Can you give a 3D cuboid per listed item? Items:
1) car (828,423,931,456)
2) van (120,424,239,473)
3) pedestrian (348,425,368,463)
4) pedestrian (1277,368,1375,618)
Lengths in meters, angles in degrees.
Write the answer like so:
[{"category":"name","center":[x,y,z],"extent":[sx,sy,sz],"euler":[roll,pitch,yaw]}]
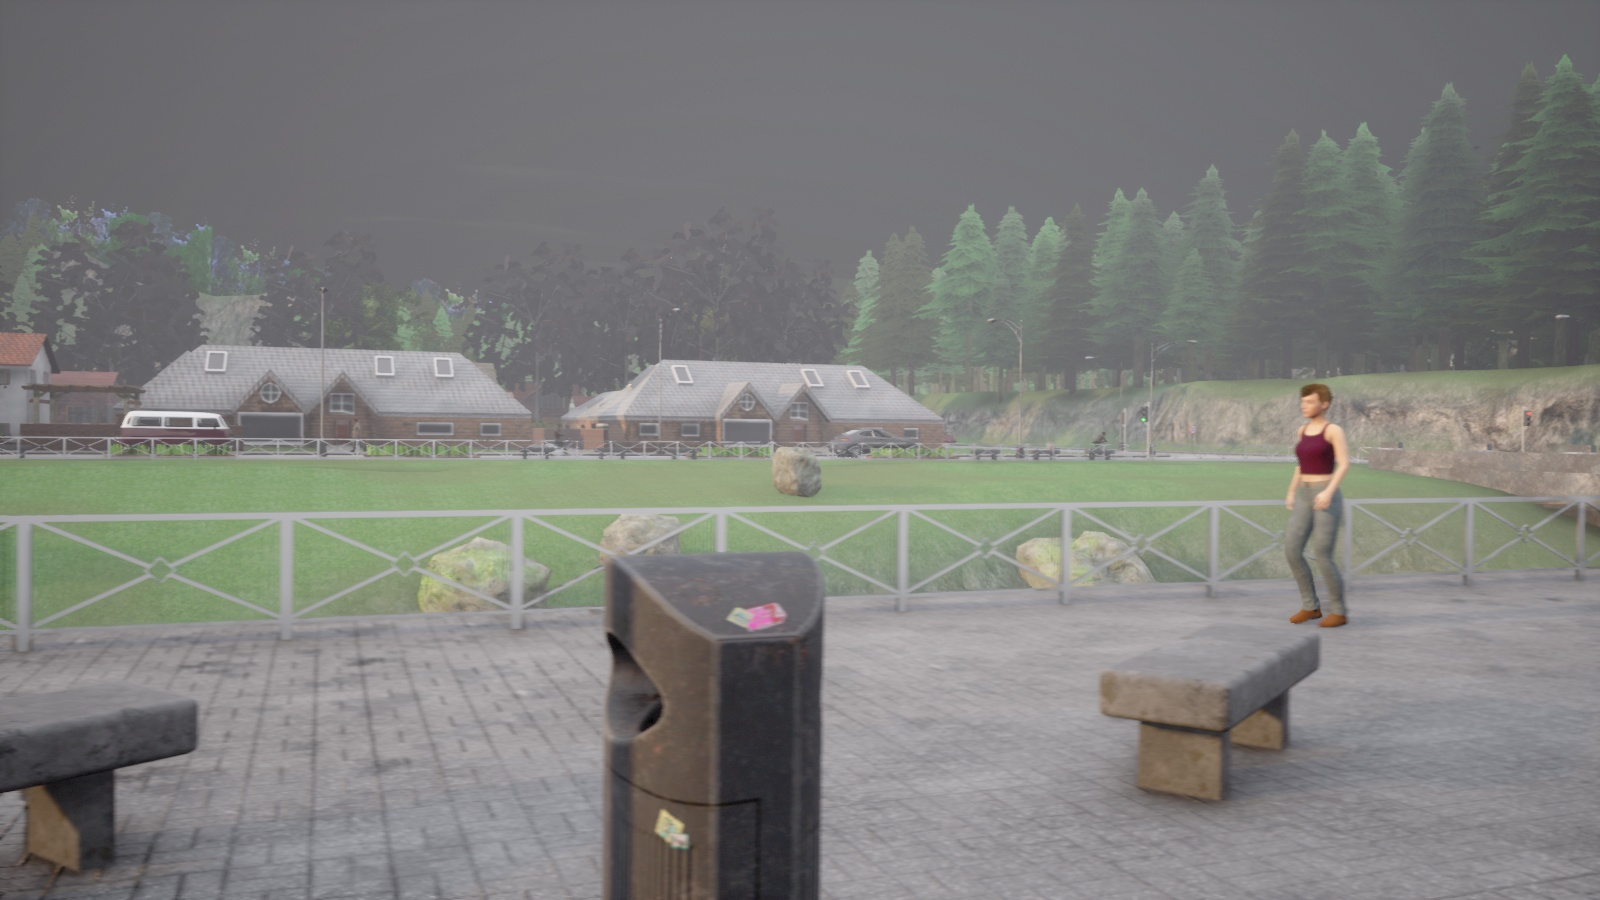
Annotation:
[{"category":"car","center":[4.218,-0.560,67.040],"extent":[5.027,1.651,2.152],"euler":[-1,1,-21]},{"category":"van","center":[-27.152,-0.082,55.137],"extent":[4.480,2.038,2.069],"euler":[-1,1,-21]},{"category":"pedestrian","center":[-23.181,-0.313,65.847],"extent":[0.873,1.952,0.659],"euler":[-1,1,-26]},{"category":"pedestrian","center":[3.959,0.311,9.455],"extent":[0.594,1.836,0.345],"euler":[-1,1,-18]}]
